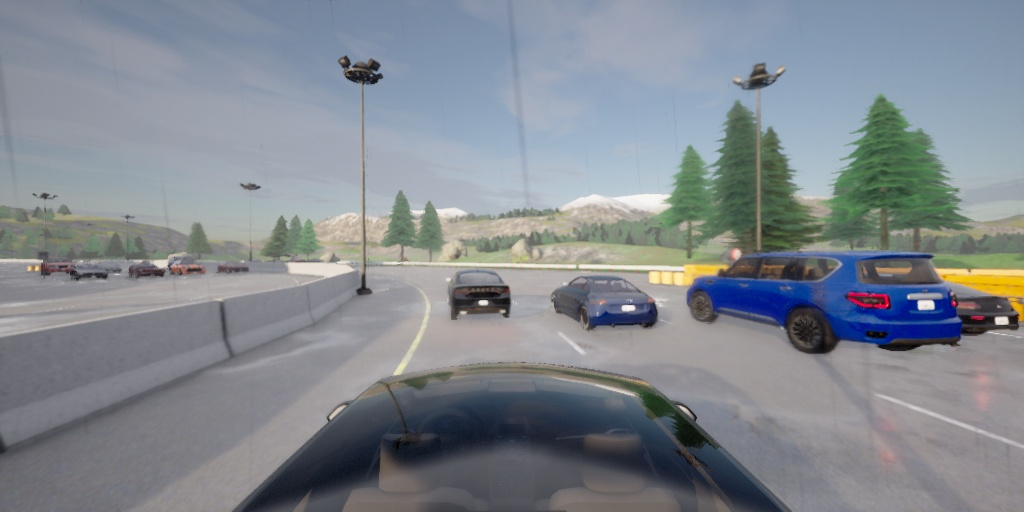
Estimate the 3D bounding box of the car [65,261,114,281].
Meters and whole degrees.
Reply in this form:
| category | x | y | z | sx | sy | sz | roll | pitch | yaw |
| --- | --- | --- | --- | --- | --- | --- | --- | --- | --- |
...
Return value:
| category | x | y | z | sx | sy | sz | roll | pitch | yaw |
| --- | --- | --- | --- | --- | --- | --- | --- | --- | --- |
| car | -38.260 | 1.437 | 32.419 | 5.357 | 1.411 | 2.033 | 0 | 0 | 34 |

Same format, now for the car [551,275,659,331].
| category | x | y | z | sx | sy | sz | roll | pitch | yaw |
| --- | --- | --- | --- | --- | --- | --- | --- | --- | --- |
| car | 2.587 | 1.263 | 10.933 | 1.994 | 1.385 | 4.181 | 0 | 0 | -9 |

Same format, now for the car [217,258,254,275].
| category | x | y | z | sx | sy | sz | roll | pitch | yaw |
| --- | --- | --- | --- | --- | --- | --- | --- | --- | --- |
| car | -31.460 | 1.276 | 40.429 | 5.008 | 1.535 | 1.882 | -1 | 0 | 35 |

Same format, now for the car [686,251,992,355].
| category | x | y | z | sx | sy | sz | roll | pitch | yaw |
| --- | --- | --- | --- | --- | --- | --- | --- | --- | --- |
| car | 6.645 | 0.905 | 8.676 | 2.150 | 2.045 | 5.566 | 0 | 0 | -6 |

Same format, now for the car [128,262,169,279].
| category | x | y | z | sx | sy | sz | roll | pitch | yaw |
| --- | --- | --- | --- | --- | --- | --- | --- | --- | --- |
| car | -35.157 | 1.457 | 34.517 | 4.718 | 1.301 | 1.895 | 0 | 0 | 35 |

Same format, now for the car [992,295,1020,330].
| category | x | y | z | sx | sy | sz | roll | pitch | yaw |
| --- | --- | --- | --- | --- | --- | --- | --- | --- | --- |
| car | 10.002 | 1.181 | 9.805 | 1.812 | 1.442 | 4.674 | 0 | 0 | -7 |

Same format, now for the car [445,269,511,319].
| category | x | y | z | sx | sy | sz | roll | pitch | yaw |
| --- | --- | --- | --- | --- | --- | --- | --- | --- | --- |
| car | -1.304 | 1.195 | 12.809 | 1.882 | 1.535 | 5.008 | 0 | 0 | -11 |

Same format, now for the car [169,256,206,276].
| category | x | y | z | sx | sy | sz | roll | pitch | yaw |
| --- | --- | --- | --- | --- | --- | --- | --- | --- | --- |
| car | -34.725 | 1.184 | 38.437 | 4.553 | 1.767 | 2.097 | 0 | 0 | 34 |
